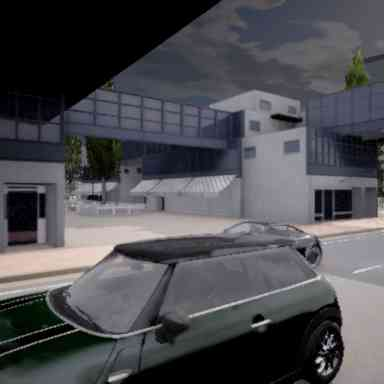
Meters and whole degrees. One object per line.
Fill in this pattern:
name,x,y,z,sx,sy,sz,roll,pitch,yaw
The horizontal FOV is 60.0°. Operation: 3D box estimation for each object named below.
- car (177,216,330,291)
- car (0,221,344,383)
car,1.868,1.553,9.589,4.181,1.385,1.994,0,0,-36
car,-0.343,1.350,3.746,4.553,1.767,2.097,0,0,-35
